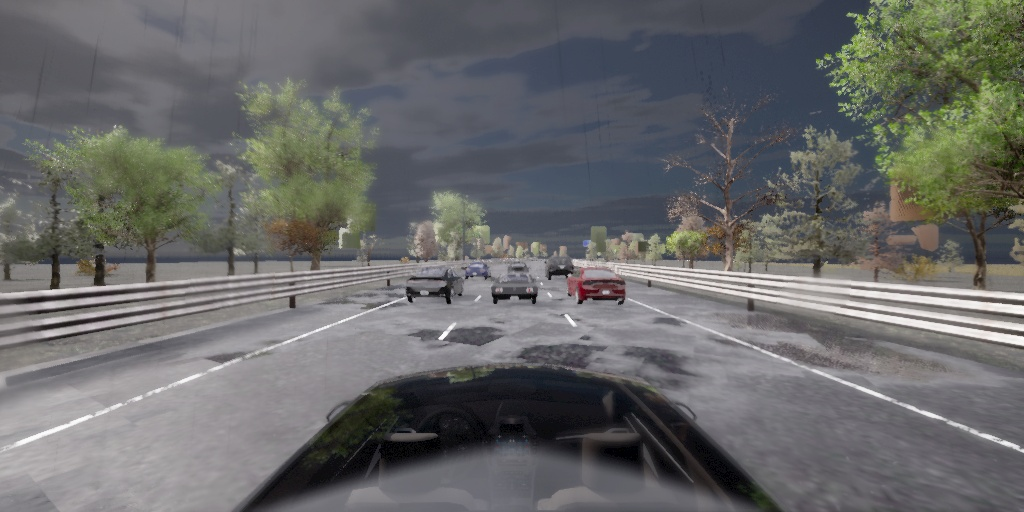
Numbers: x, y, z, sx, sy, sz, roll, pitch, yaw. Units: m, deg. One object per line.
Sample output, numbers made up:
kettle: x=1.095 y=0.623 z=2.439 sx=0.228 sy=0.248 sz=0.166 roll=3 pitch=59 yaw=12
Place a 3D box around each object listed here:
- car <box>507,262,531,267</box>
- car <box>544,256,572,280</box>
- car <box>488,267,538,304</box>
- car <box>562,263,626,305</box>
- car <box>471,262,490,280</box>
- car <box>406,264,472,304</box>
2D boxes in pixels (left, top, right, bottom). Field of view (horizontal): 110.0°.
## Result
car: x=0.563 y=1.274 z=31.153 sx=1.837 sy=1.490 sz=4.892 roll=0 pitch=0 yaw=2
car: x=4.062 y=1.015 z=31.050 sx=2.150 sy=2.045 sz=5.566 roll=0 pitch=0 yaw=2
car: x=0.140 y=1.369 z=16.289 sx=1.895 sy=1.301 sz=4.718 roll=0 pitch=0 yaw=1
car: x=3.639 y=1.238 z=16.193 sx=1.882 sy=1.535 sz=5.008 roll=0 pitch=0 yaw=1
car: x=-2.914 y=1.268 z=31.285 sx=1.812 sy=1.442 sz=4.674 roll=2 pitch=0 yaw=2
car: x=-3.353 y=1.236 z=16.329 sx=2.128 sy=1.511 sz=4.902 roll=1 pitch=0 yaw=1
